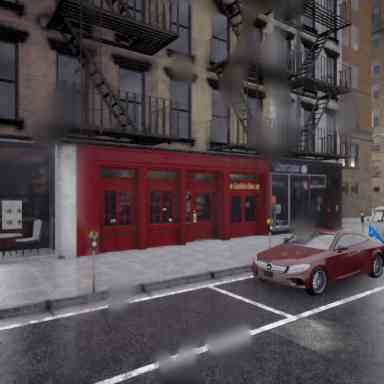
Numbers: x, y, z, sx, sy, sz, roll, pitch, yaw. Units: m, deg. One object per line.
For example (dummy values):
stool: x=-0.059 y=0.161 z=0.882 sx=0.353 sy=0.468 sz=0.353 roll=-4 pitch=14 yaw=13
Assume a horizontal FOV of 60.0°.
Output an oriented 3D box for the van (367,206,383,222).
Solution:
van: x=7.814 y=1.340 z=11.720 sx=3.998 sy=1.788 sz=1.690 roll=0 pitch=0 yaw=-35

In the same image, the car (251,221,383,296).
car: x=3.403 y=1.582 z=8.595 sx=4.206 sy=1.307 sz=1.802 roll=0 pitch=0 yaw=-35
